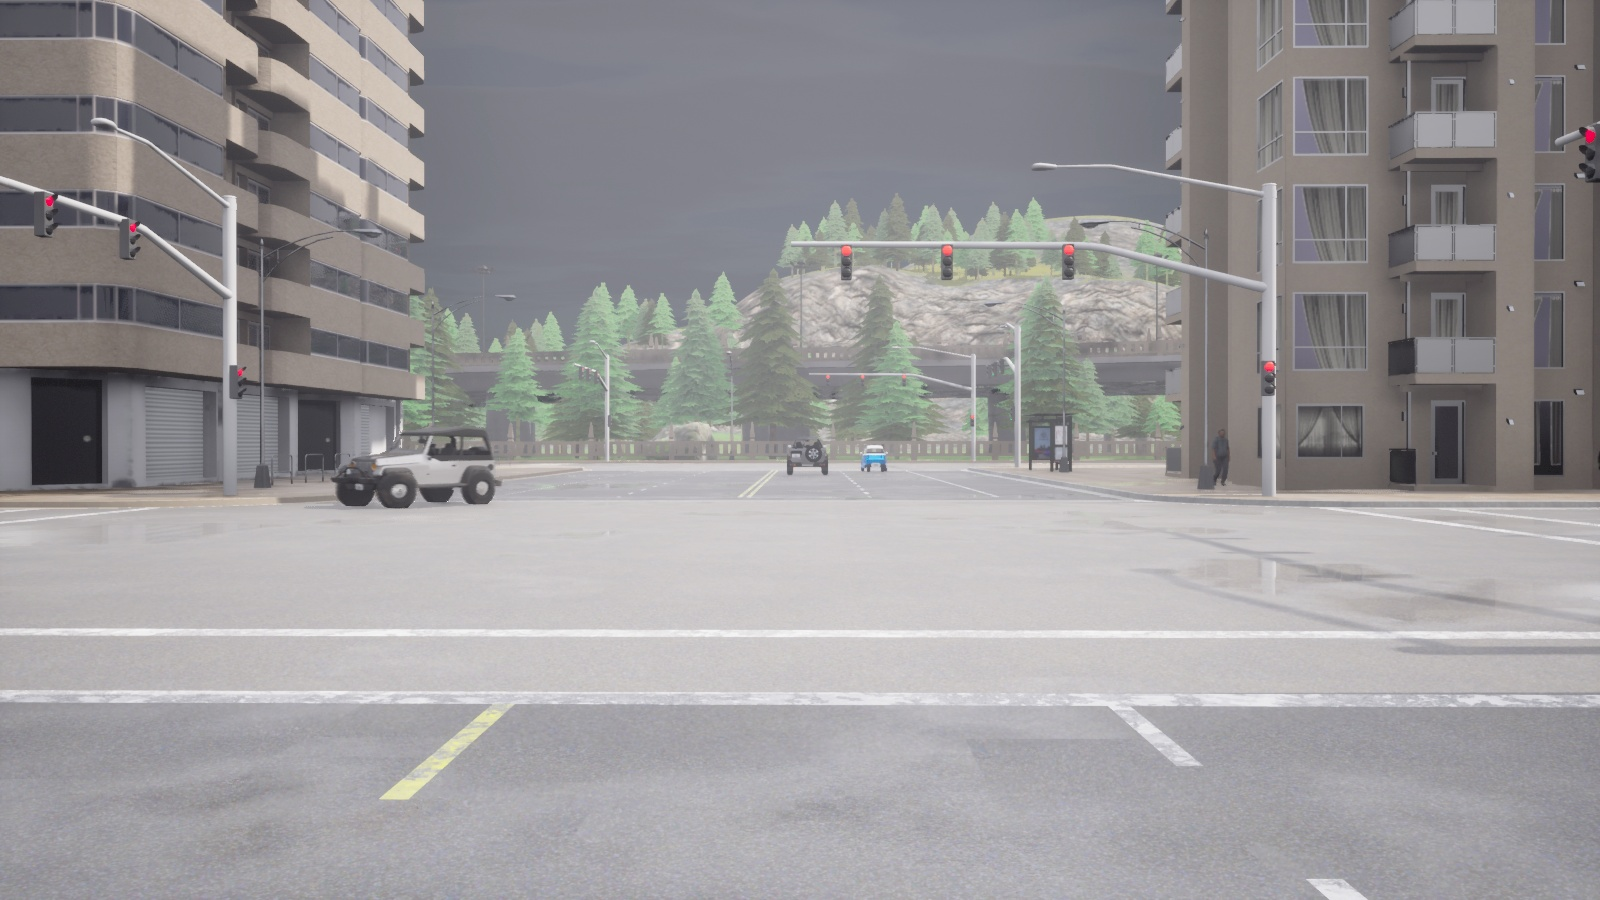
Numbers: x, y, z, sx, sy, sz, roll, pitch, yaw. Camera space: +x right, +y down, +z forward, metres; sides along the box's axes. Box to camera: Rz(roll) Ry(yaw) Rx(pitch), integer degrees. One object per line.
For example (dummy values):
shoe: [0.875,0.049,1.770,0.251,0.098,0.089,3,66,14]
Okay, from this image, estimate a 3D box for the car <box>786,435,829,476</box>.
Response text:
car: [0.350,0.229,59.258,1.932,1.855,4.605,0,0,0]

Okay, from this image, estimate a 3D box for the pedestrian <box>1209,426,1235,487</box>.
pedestrian: [12.844,0.200,38.207,0.540,1.848,0.694,0,0,-1]

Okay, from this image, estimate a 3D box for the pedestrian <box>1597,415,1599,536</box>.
pedestrian: [12.981,0.413,19.855,0.395,1.930,0.692,0,0,8]

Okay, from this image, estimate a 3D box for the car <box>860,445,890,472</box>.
car: [3.885,0.436,65.278,1.481,1.376,2.207,0,1,1]

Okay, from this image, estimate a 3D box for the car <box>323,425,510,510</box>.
car: [-9.033,0.367,29.835,1.905,1.878,3.866,1,1,37]
